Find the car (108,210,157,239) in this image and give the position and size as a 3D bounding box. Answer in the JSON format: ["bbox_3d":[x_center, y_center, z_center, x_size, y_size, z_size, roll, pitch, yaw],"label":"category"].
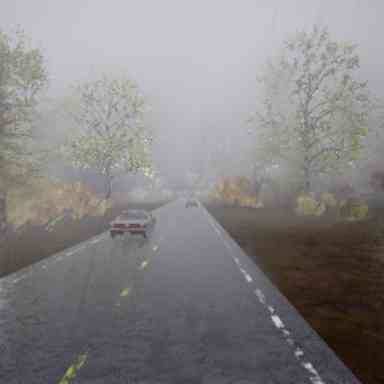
[{"bbox_3d":[-3.058,1.651,17.914,1.895,1.301,4.718,0,0,0],"label":"car"}]

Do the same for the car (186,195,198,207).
[{"bbox_3d":[-0.035,1.690,54.211,2.033,1.411,5.357,0,0,0],"label":"car"}]
